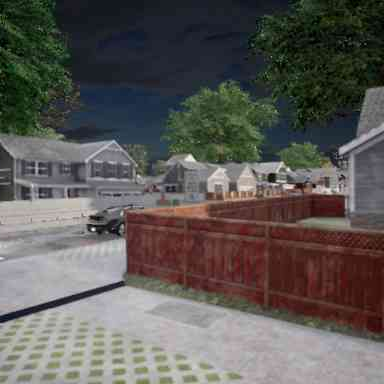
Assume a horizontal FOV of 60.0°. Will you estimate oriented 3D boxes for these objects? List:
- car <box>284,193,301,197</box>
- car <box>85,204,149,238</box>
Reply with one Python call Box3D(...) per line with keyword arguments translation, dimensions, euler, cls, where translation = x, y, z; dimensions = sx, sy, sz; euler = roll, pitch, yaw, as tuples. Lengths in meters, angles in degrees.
Box3D(translation=(14.224, 0.795, 46.693), dimensions=(2.033, 1.411, 5.357), euler=(0, 1, 35), cls="car")
Box3D(translation=(-3.106, 1.401, 17.092), dimensions=(1.837, 1.490, 4.892), euler=(0, 1, 35), cls="car")
